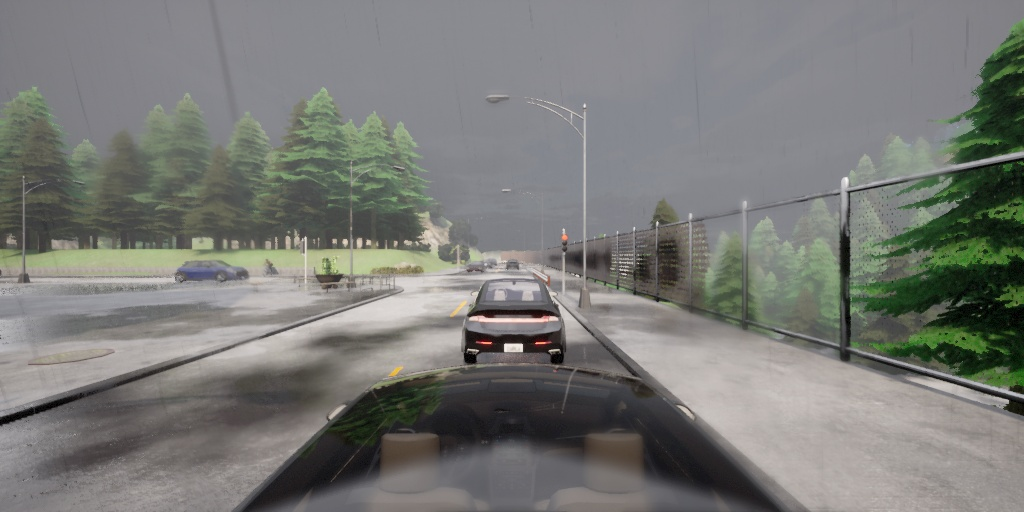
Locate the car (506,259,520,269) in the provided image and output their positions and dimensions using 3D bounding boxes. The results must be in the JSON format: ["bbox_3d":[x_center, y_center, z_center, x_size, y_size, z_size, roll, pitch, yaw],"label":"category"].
[{"bbox_3d":[0.102,1.255,54.673,1.837,1.490,4.892,0,0,0],"label":"car"}]

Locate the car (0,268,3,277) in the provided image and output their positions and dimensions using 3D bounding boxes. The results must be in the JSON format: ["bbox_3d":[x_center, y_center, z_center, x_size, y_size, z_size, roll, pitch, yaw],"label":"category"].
[{"bbox_3d":[-47.623,1.276,31.333,4.674,1.442,1.812,0,0,1],"label":"car"}]

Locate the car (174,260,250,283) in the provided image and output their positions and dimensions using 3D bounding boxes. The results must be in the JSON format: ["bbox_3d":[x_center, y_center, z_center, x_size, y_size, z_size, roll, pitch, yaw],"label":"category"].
[{"bbox_3d":[-22.603,1.105,27.174,4.553,1.767,2.097,0,0,0],"label":"car"}]

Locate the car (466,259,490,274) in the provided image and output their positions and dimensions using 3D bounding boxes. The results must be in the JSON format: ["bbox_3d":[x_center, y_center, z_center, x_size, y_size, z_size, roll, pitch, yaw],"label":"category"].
[{"bbox_3d":[-4.142,1.297,42.090,2.033,1.411,5.357,0,0,1],"label":"car"}]

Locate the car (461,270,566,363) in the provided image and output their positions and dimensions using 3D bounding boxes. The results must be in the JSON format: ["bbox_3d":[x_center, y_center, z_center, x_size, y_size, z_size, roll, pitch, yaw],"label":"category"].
[{"bbox_3d":[0.047,1.241,8.092,2.128,1.511,4.902,0,0,1],"label":"car"}]

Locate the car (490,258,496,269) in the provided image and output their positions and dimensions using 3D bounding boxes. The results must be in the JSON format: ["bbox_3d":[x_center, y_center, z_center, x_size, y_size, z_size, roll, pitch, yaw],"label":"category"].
[{"bbox_3d":[-4.087,1.242,56.445,2.128,1.511,4.902,0,0,0],"label":"car"}]

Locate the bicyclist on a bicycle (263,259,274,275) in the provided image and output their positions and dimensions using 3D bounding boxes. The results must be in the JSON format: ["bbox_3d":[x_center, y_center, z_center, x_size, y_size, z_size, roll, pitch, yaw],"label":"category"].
[{"bbox_3d":[-24.155,1.099,35.572,0.582,1.620,1.656,0,0,0],"label":"bicyclist on a bicycle"}]
